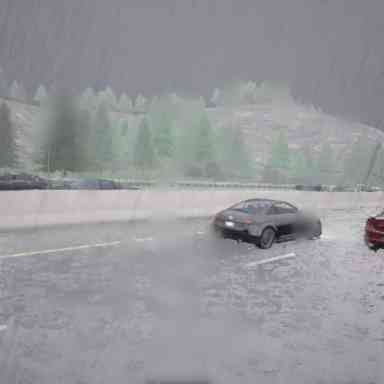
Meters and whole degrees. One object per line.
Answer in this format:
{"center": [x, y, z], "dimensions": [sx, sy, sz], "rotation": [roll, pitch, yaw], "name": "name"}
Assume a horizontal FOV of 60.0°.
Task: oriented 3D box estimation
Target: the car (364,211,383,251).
{"center": [7.385, 1.144, 10.688], "dimensions": [5.008, 1.535, 1.882], "rotation": [0, 5, -40], "name": "car"}

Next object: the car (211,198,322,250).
{"center": [2.632, 0.922, 11.196], "dimensions": [4.181, 1.385, 1.994], "rotation": [0, 5, -41], "name": "car"}
